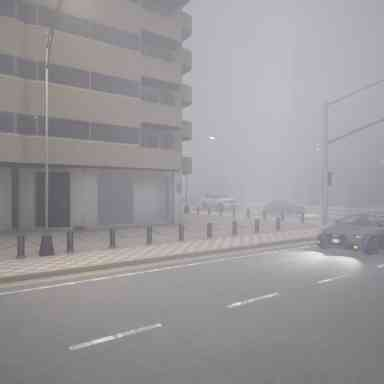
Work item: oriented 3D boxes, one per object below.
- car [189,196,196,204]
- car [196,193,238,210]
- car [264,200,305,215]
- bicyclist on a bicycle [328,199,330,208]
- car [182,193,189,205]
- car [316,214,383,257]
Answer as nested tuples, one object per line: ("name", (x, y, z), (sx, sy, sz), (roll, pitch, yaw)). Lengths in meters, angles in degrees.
("car", (-0.697, 1.449, 60.622), (1.837, 1.490, 4.892), (0, 0, -34))
("car", (3.351, 1.163, 42.298), (2.150, 2.045, 5.566), (0, 0, -35))
("car", (9.334, 1.509, 33.803), (1.994, 1.385, 4.181), (0, 0, -35))
("bicyclist on a bicycle", (17.404, 1.245, 43.090), (1.656, 1.620, 0.582), (0, 0, -35))
("car", (-3.434, 1.166, 58.421), (2.150, 2.045, 5.566), (0, 0, -34))
("car", (6.784, 1.564, 13.095), (4.181, 1.385, 1.994), (0, 0, -35))
